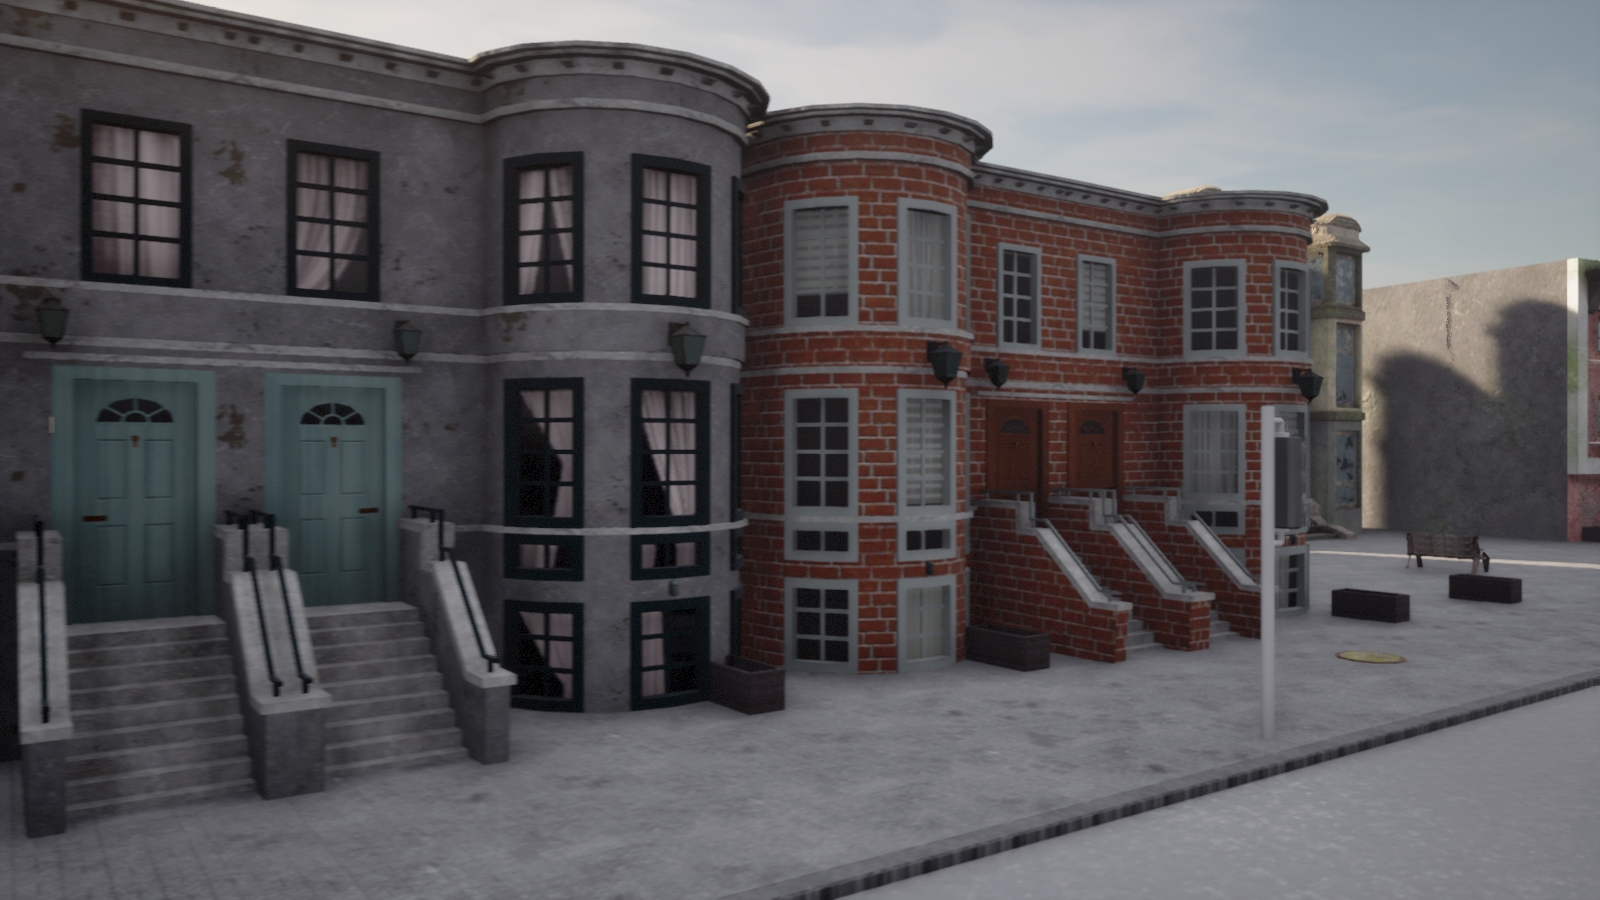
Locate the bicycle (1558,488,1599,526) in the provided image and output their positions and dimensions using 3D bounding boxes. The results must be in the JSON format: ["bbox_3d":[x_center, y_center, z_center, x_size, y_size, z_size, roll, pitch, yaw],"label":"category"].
[{"bbox_3d":[27.432,1.970,39.668,0.329,1.271,1.835,0,0,-35],"label":"bicycle"}]
